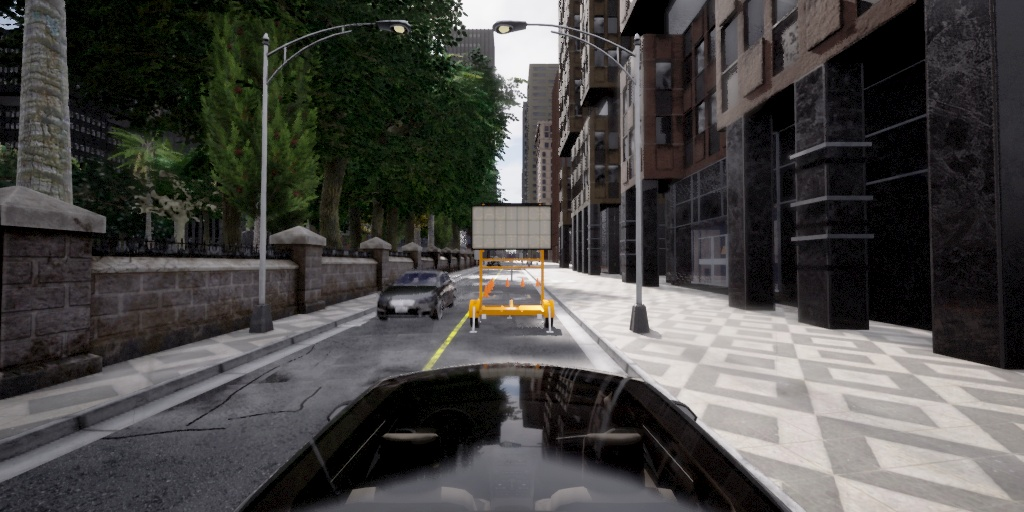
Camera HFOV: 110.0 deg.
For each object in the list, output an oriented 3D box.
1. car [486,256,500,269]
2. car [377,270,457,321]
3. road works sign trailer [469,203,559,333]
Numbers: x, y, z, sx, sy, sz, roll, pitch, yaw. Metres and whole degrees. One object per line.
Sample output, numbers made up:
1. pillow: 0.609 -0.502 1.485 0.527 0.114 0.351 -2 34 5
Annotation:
1. car: -3.073 1.087 60.514 2.150 2.045 5.566 0 0 0
2. car: -3.112 1.250 12.536 2.128 1.511 4.902 0 0 0
3. road works sign trailer: -0.009 0.221 10.757 2.380 3.560 2.880 0 0 0
